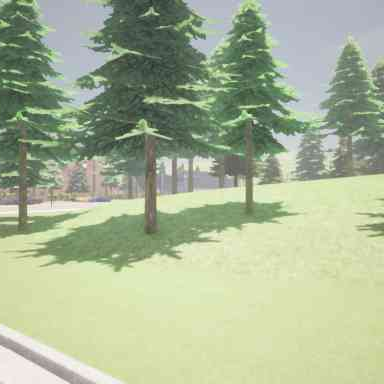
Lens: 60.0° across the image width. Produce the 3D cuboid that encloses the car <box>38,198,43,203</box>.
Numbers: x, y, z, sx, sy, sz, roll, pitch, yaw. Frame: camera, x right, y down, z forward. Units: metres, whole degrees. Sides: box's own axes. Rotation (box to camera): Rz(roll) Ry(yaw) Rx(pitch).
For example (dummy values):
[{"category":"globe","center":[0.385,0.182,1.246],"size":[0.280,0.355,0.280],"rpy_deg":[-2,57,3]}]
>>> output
[{"category":"car","center":[-30.511,1.548,61.797],"size":[2.033,1.411,5.357],"rpy_deg":[0,0,35]}]

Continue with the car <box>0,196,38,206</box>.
[{"category":"car","center":[-27.920,1.351,53.454],"size":[2.097,1.767,4.553],"rpy_deg":[0,0,35]}]

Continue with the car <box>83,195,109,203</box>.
[{"category":"car","center":[-18.686,1.526,66.448],"size":[1.812,1.442,4.674],"rpy_deg":[0,0,35]}]

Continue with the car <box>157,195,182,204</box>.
[{"category":"car","center":[-4.774,1.352,66.151],"size":[2.097,1.767,4.553],"rpy_deg":[0,0,36]}]

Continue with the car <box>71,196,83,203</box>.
[{"category":"car","center":[-21.562,1.478,68.429],"size":[1.882,1.535,5.008],"rpy_deg":[0,0,35]}]

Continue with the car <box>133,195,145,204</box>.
[{"category":"car","center":[-9.622,1.352,65.419],"size":[2.097,1.767,4.553],"rpy_deg":[0,0,35]}]
